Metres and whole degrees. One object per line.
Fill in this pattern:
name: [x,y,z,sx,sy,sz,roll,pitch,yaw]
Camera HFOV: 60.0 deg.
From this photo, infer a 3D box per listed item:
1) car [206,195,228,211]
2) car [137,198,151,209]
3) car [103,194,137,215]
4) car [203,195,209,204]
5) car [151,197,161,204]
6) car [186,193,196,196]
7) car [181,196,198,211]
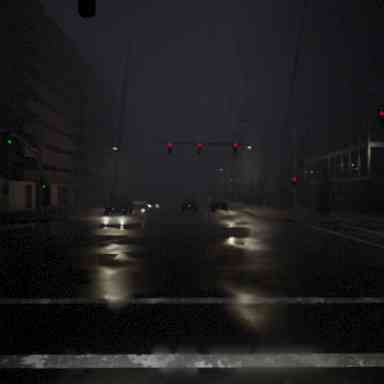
car: [3.206,1.525,40.425,2.128,1.511,4.902,0,0,0]
car: [-7.438,1.567,47.230,1.812,1.442,4.674,0,0,1]
car: [-7.483,1.249,34.384,2.150,2.045,5.566,0,0,0]
car: [3.352,1.407,66.727,2.097,1.767,4.553,0,0,1]
car: [-7.222,1.655,63.952,1.895,1.301,4.718,0,0,1]
car: [-0.160,1.279,65.725,2.150,2.045,5.566,0,0,1]
car: [-0.290,1.599,41.070,1.994,1.385,4.181,0,0,0]
